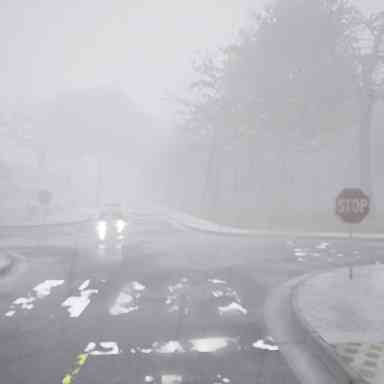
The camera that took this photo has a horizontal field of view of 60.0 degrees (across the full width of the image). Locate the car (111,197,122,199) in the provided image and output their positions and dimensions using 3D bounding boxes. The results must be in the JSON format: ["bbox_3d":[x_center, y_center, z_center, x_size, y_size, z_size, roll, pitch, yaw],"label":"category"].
[{"bbox_3d":[-9.671,1.497,42.035,1.882,1.535,5.008,0,0,-12],"label":"car"}]

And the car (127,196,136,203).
[{"bbox_3d":[-13.051,1.632,71.472,1.895,1.301,4.718,0,0,-12],"label":"car"}]

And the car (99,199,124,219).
[{"bbox_3d":[-7.071,1.593,29.594,1.895,1.301,4.718,0,0,-10],"label":"car"}]

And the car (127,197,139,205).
[{"bbox_3d":[-10.868,1.627,61.251,2.128,1.511,4.902,0,0,-12],"label":"car"}]

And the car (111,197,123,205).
[{"bbox_3d":[-13.591,1.619,60.634,2.128,1.511,4.902,0,0,-11],"label":"car"}]
